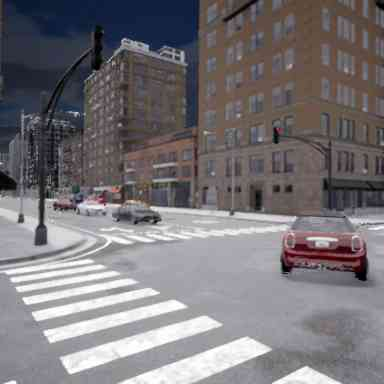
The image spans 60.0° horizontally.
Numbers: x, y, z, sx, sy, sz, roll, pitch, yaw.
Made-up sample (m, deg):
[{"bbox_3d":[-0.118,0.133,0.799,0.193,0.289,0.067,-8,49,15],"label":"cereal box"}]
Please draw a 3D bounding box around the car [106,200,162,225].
[{"bbox_3d":[-4.238,1.588,24.768,2.033,1.411,5.357,1,-1,-35],"label":"car"}]

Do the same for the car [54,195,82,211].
[{"bbox_3d":[-15.691,1.540,41.221,1.882,1.535,5.008,1,-1,-35],"label":"car"}]

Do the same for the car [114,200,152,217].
[{"bbox_3d":[-6.007,1.578,33.318,1.882,1.535,5.008,1,-1,-35],"label":"car"}]

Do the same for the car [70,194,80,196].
[{"bbox_3d":[-21.496,1.398,61.105,2.150,2.045,5.566,1,-1,-35],"label":"car"}]

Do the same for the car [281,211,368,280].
[{"bbox_3d":[4.020,1.355,10.336,2.097,1.767,4.553,0,-1,21],"label":"car"}]

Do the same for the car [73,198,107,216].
[{"bbox_3d":[-9.947,1.578,32.961,1.812,1.442,4.674,1,-1,-35],"label":"car"}]

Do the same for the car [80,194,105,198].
[{"bbox_3d":[-15.270,1.388,52.319,2.150,2.045,5.566,1,-1,-35],"label":"car"}]
